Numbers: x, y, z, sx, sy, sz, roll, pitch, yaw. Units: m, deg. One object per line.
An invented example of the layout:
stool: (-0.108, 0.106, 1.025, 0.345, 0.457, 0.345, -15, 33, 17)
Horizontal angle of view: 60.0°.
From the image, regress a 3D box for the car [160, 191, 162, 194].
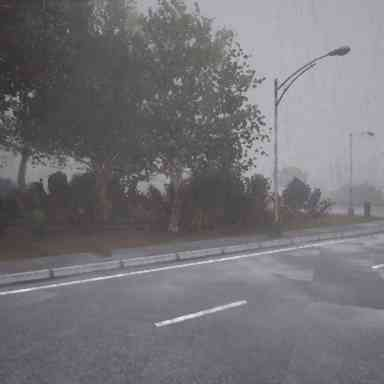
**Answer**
car: (-6.405, 0.808, 69.500, 2.150, 2.045, 5.566, 0, 1, -37)
